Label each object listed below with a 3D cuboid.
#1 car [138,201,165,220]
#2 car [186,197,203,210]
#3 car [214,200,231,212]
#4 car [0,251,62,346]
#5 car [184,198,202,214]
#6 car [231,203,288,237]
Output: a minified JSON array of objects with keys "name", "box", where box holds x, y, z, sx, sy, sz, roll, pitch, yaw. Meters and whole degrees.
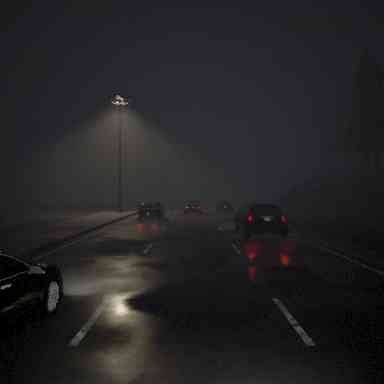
[{"name":"car","box":[-3.397,1.491,28.373,2.128,1.511,4.902,0,0,0]},{"name":"car","box":[0.372,1.491,44.590,2.128,1.511,4.902,0,0,3]},{"name":"car","box":[3.662,1.564,38.781,1.994,1.385,4.181,0,0,0]},{"name":"car","box":[-3.402,1.503,4.497,1.837,1.490,4.892,0,-1,0]},{"name":"car","box":[0.111,1.547,34.842,2.033,1.411,5.357,0,0,0]},{"name":"car","box":[3.601,1.352,17.993,2.097,1.767,4.553,0,0,0]}]
